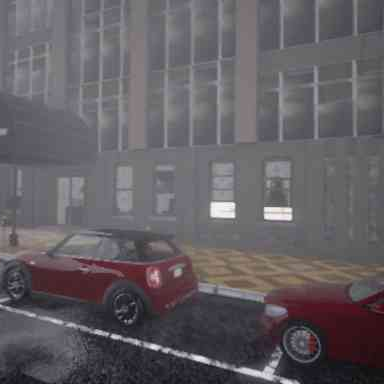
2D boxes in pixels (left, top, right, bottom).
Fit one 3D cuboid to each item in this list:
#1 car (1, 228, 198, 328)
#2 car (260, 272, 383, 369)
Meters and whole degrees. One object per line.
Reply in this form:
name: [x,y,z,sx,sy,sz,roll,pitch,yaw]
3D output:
car: [-2.016,1.474,6.995,4.097,1.590,1.967,1,-2,26]
car: [3.066,1.733,4.535,4.206,1.307,1.802,1,-2,26]
